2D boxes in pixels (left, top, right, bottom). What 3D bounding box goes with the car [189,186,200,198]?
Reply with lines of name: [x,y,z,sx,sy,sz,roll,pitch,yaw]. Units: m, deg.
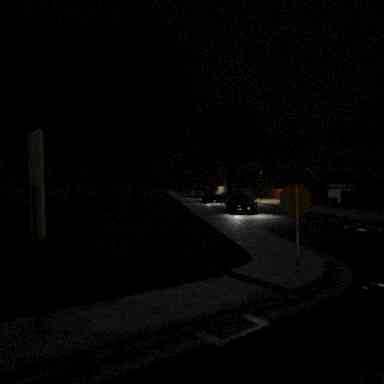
car: [0.630,0.039,59.769,2.150,2.045,5.566,-1,1,-6]

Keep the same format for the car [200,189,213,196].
car: [2.761,0.113,65.772,1.895,1.301,4.718,-1,2,-6]

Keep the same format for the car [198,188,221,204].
car: [2.414,0.653,42.163,2.033,1.411,5.357,-1,2,-6]

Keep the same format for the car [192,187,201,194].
car: [1.069,-0.355,81.633,1.812,1.442,4.674,-1,2,-6]

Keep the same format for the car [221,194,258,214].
car: [3.991,0.928,27.319,1.837,1.490,4.892,-1,1,-6]
